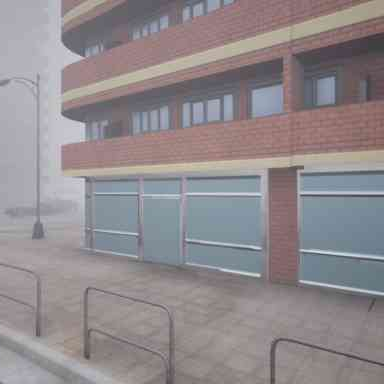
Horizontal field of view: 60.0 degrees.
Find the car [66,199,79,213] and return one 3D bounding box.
[{"bbox_3d":[-14.419,1.505,35.459,1.837,1.490,4.892,0,0,36],"label":"car"}]

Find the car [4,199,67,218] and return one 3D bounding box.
[{"bbox_3d":[-14.135,1.601,29.923,1.895,1.301,4.718,0,0,36],"label":"car"}]
